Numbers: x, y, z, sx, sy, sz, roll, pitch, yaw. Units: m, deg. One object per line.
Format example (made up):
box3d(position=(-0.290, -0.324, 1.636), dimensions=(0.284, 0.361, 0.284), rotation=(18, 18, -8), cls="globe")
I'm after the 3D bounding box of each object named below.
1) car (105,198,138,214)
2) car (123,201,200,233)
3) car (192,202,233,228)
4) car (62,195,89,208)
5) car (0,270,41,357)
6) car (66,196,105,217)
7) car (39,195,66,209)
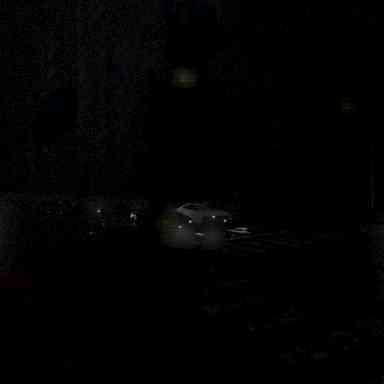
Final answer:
box3d(position=(-5.827, 1.292, 30.624), dimensions=(2.128, 1.511, 4.902), rotation=(-1, 1, -36), cls="car")
box3d(position=(-1.978, 1.484, 19.747), dimensions=(2.033, 1.411, 5.357), rotation=(-1, 1, -32), cls="car")
box3d(position=(0.609, 1.415, 21.709), dimensions=(1.812, 1.442, 4.674), rotation=(-1, 1, -36), cls="car")
box3d(position=(-15.514, 1.214, 44.157), dimensions=(2.033, 1.411, 5.357), rotation=(-1, 1, -35), cls="car")
box3d(position=(-4.152, 1.545, 3.690), dimensions=(4.507, 1.381, 1.887), rotation=(0, -1, -36), cls="car")
box3d(position=(-9.257, 1.328, 29.826), dimensions=(2.128, 1.511, 4.902), rotation=(-1, 1, -36), cls="car")
box3d(position=(-17.880, 1.195, 41.877), dimensions=(1.882, 1.535, 5.008), rotation=(-1, 1, -35), cls="car")
